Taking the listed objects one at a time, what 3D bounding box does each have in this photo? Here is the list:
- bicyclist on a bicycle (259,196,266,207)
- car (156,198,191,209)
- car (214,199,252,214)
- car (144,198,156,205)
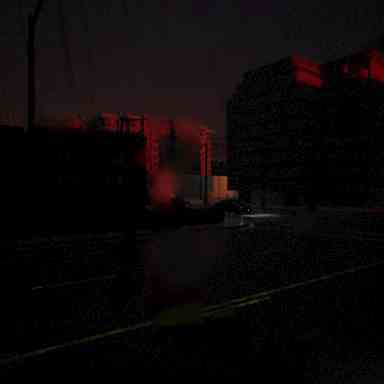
[{"bbox_3d":[9.718,1.303,45.827,1.656,1.620,0.582,0,0,-37],"label":"bicyclist on a bicycle"},{"bbox_3d":[-2.085,1.492,43.171,2.128,1.511,4.902,0,0,-37],"label":"car"},{"bbox_3d":[4.208,1.526,34.961,1.812,1.442,4.674,0,0,-37],"label":"car"},{"bbox_3d":[-7.292,1.601,56.038,1.895,1.301,4.718,0,0,-37],"label":"car"}]
